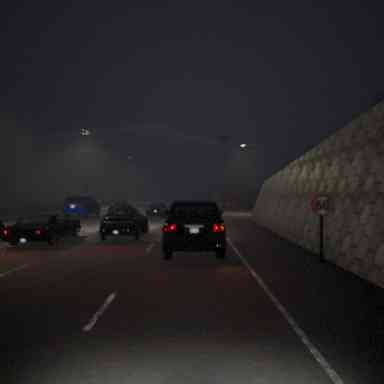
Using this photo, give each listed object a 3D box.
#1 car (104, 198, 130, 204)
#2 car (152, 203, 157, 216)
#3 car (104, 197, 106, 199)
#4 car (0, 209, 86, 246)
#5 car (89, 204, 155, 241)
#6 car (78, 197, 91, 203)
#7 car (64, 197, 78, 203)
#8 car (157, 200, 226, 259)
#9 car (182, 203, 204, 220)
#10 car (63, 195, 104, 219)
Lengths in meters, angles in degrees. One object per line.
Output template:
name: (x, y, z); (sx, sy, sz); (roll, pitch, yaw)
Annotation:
car: (-6.906, 1.677, 32.594); (2.128, 1.511, 4.902); (0, 0, 0)
car: (-3.406, 1.751, 32.962); (1.994, 1.385, 4.181); (0, 0, 0)
car: (-24.498, 1.717, 86.660); (2.150, 2.045, 5.566); (0, 0, 0)
car: (-6.906, 1.691, 15.844); (1.895, 1.301, 4.718); (0, 0, 0)
car: (-3.405, 1.590, 17.294); (2.128, 1.511, 4.902); (0, 0, 0)
car: (-27.998, 2.087, 86.658); (1.895, 1.301, 4.718); (0, 0, 0)
car: (-31.498, 2.087, 86.658); (1.895, 1.301, 4.718); (0, 0, 0)
car: (0.083, 1.299, 13.089); (2.150, 2.045, 5.566); (0, 0, 0)
car: (0.094, 1.777, 31.006); (1.895, 1.301, 4.718); (0, 0, 0)
car: (-10.404, 1.402, 31.653); (2.150, 2.045, 5.566); (0, 0, 0)
